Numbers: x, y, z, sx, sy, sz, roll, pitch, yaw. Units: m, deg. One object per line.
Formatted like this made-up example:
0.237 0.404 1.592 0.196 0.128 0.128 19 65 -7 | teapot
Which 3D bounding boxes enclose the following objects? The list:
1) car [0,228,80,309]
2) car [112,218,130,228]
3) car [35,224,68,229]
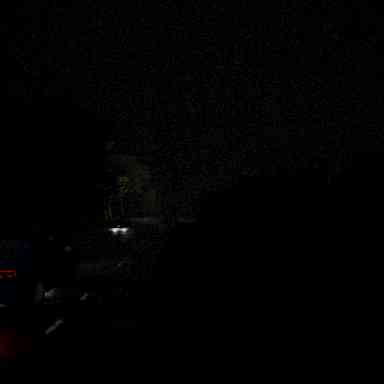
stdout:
-4.528 1.980 9.021 1.882 1.535 5.008 -1 -3 -3 | car
-9.855 4.310 46.714 2.033 1.411 5.357 -2 -3 -2 | car
-8.671 2.727 20.237 2.128 1.511 4.902 -1 -3 -3 | car
